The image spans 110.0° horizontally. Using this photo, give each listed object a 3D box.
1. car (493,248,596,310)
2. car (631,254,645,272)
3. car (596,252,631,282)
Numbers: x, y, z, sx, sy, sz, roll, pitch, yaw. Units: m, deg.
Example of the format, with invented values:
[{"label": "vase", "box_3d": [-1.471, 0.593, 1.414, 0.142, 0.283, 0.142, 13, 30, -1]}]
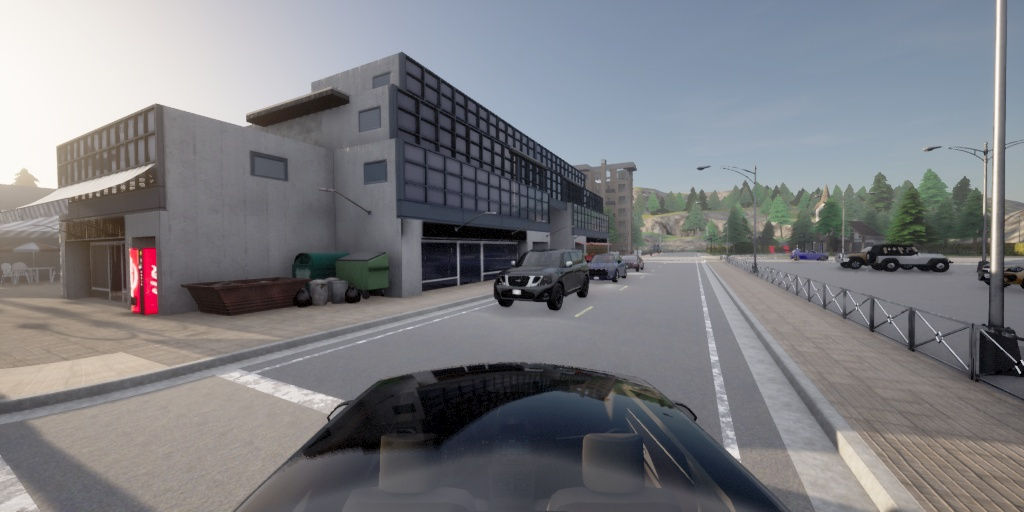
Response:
[{"label": "car", "box_3d": [1.398, 0.733, 13.841, 2.150, 2.045, 5.566, 0, 1, 27]}, {"label": "car", "box_3d": [10.494, 0.567, 31.730, 1.812, 1.442, 4.674, 0, 1, 27]}, {"label": "car", "box_3d": [5.854, 0.633, 22.611, 2.097, 1.767, 4.553, 0, 1, 27]}]
